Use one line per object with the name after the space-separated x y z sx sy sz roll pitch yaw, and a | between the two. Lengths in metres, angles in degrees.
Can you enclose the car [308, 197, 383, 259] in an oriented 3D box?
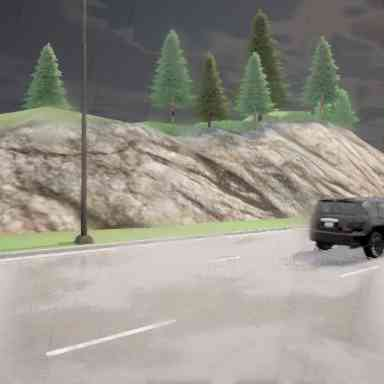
6.878 1.224 12.967 5.566 2.045 2.150 0 0 -36 | car
